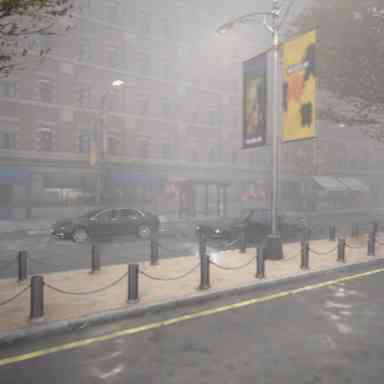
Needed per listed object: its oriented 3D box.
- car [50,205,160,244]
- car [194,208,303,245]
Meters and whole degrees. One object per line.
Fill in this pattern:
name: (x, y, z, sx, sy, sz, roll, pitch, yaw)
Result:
car: (-3.821, 1.398, 15.189, 4.892, 1.490, 1.837, 0, 0, -33)
car: (2.751, 1.470, 15.306, 5.357, 1.411, 2.033, 0, 0, -33)
